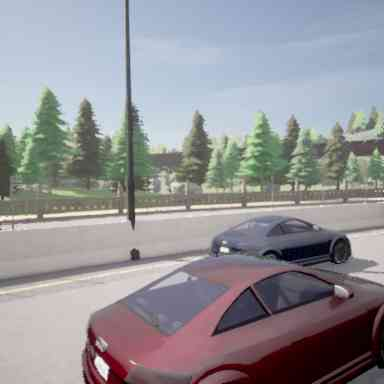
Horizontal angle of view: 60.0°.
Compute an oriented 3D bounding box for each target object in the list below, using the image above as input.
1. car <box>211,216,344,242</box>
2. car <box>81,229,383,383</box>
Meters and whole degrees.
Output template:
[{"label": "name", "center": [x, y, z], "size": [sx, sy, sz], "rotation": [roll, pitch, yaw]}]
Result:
[{"label": "car", "center": [2.519, 1.361, 9.328], "size": [4.181, 1.385, 1.994], "rotation": [-2, 1, -31]}, {"label": "car", "center": [0.843, 1.482, 4.123], "size": [4.181, 1.385, 1.994], "rotation": [-2, 1, -34]}]
